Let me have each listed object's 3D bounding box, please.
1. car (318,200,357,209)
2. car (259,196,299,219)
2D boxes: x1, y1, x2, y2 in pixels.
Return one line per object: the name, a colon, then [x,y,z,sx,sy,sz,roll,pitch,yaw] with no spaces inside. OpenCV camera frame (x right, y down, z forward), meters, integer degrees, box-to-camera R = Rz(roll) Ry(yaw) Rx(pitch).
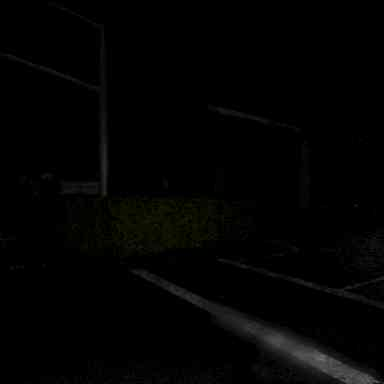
car: [17.577,1.594,40.671,1.895,1.301,4.718,0,0,-32]
car: [7.698,1.328,29.051,1.905,1.878,3.866,0,0,-33]
